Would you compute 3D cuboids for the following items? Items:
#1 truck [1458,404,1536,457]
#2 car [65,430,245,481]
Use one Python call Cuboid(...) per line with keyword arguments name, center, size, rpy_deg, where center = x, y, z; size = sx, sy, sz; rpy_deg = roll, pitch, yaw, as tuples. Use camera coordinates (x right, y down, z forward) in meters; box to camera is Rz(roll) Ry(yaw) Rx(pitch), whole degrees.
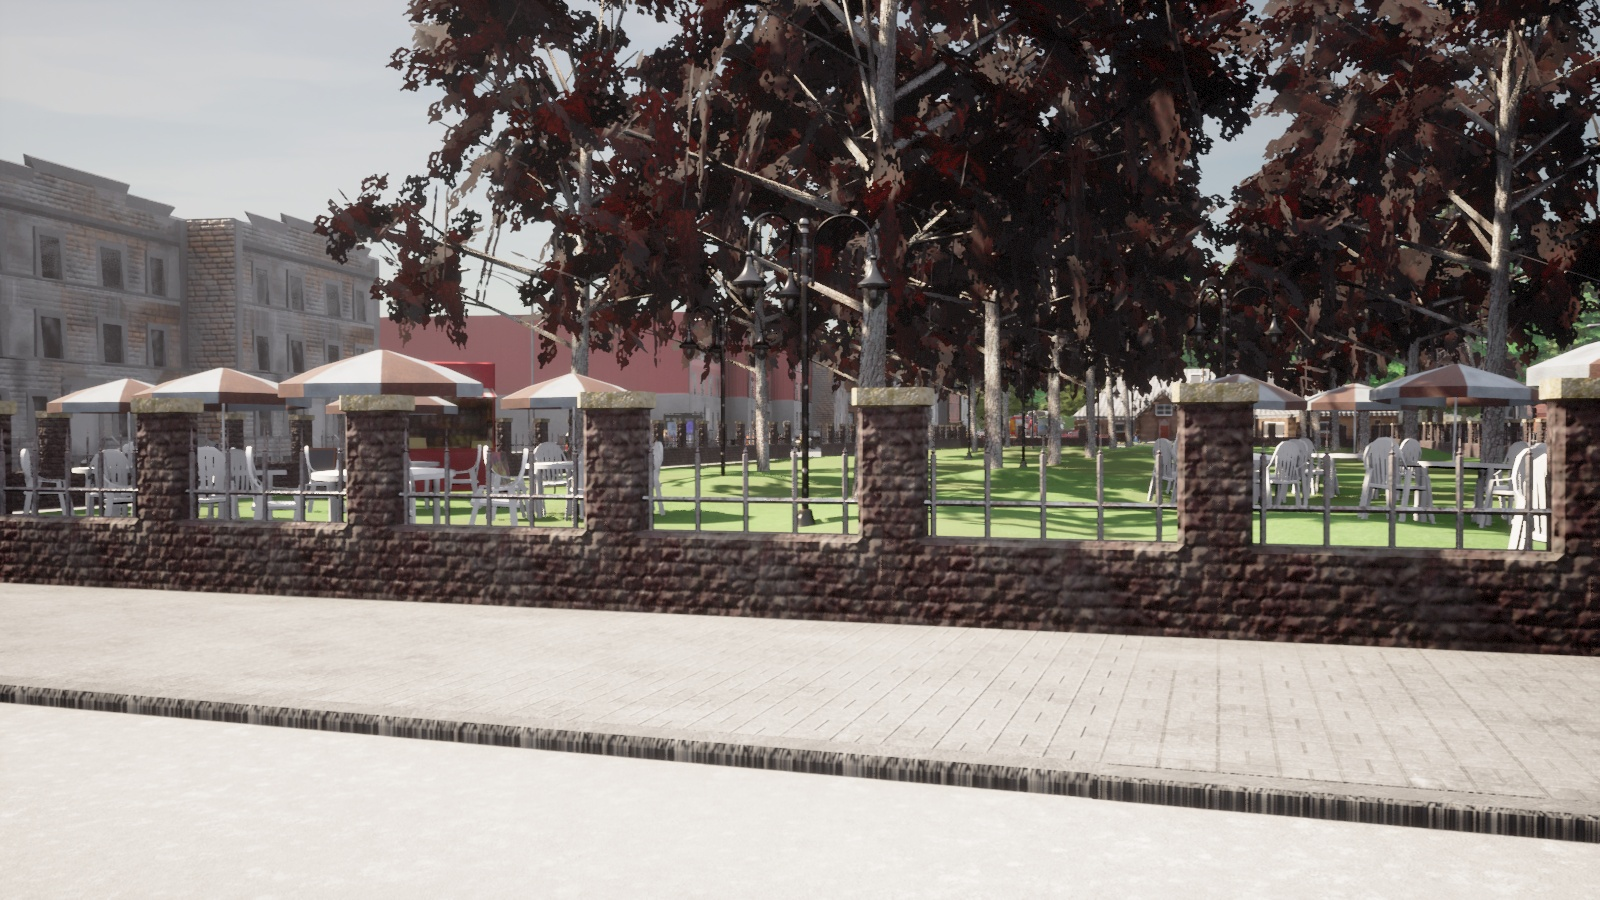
Cuboid(name="truck", center=(47.832, -1.353, 86.427), size=(2.891, 3.462, 7.936), rpy_deg=(0, 1, 15))
Cuboid(name="car", center=(-19.855, 0.118, 38.926), size=(2.163, 1.488, 4.792), rpy_deg=(1, 1, 18))
